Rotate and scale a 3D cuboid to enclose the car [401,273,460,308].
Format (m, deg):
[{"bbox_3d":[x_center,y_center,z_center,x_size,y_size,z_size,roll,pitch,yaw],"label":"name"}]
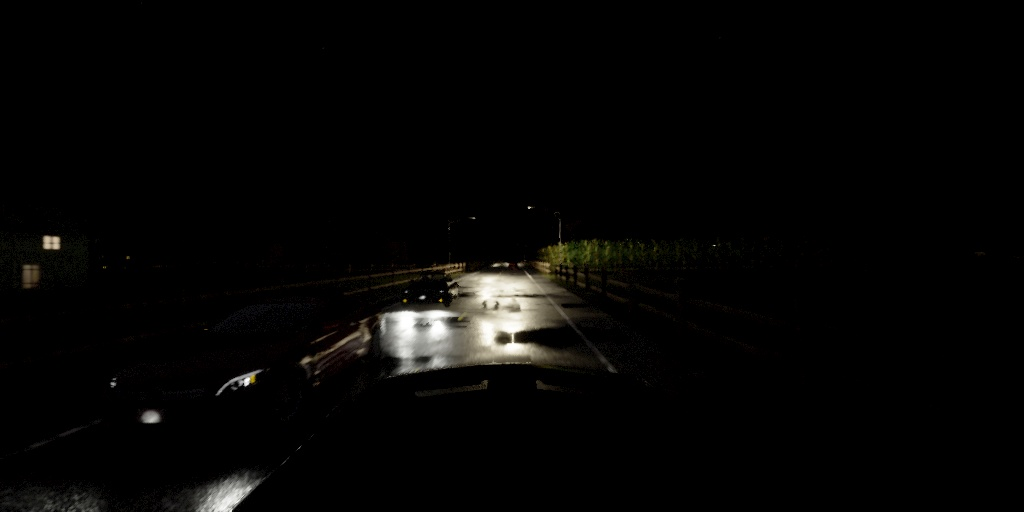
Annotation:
[{"bbox_3d":[-3.542,1.459,16.175,1.994,1.385,4.181,-1,0,0],"label":"car"}]

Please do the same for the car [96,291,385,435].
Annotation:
[{"bbox_3d":[-3.598,1.355,5.902,1.812,1.442,4.674,-1,0,0],"label":"car"}]
